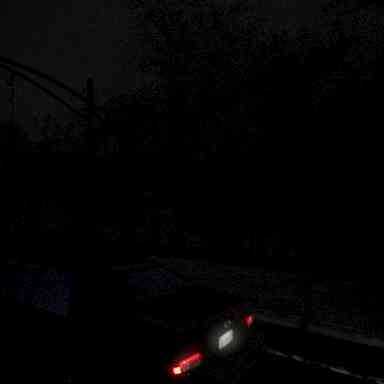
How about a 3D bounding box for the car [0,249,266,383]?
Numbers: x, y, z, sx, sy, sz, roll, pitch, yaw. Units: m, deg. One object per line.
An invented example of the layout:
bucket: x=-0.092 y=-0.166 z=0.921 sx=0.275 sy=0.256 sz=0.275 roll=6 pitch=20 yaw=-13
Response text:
car: x=-1.700 y=1.602 z=4.900 sx=5.357 sy=1.411 sz=2.033 roll=-1 pitch=-1 yaw=35
